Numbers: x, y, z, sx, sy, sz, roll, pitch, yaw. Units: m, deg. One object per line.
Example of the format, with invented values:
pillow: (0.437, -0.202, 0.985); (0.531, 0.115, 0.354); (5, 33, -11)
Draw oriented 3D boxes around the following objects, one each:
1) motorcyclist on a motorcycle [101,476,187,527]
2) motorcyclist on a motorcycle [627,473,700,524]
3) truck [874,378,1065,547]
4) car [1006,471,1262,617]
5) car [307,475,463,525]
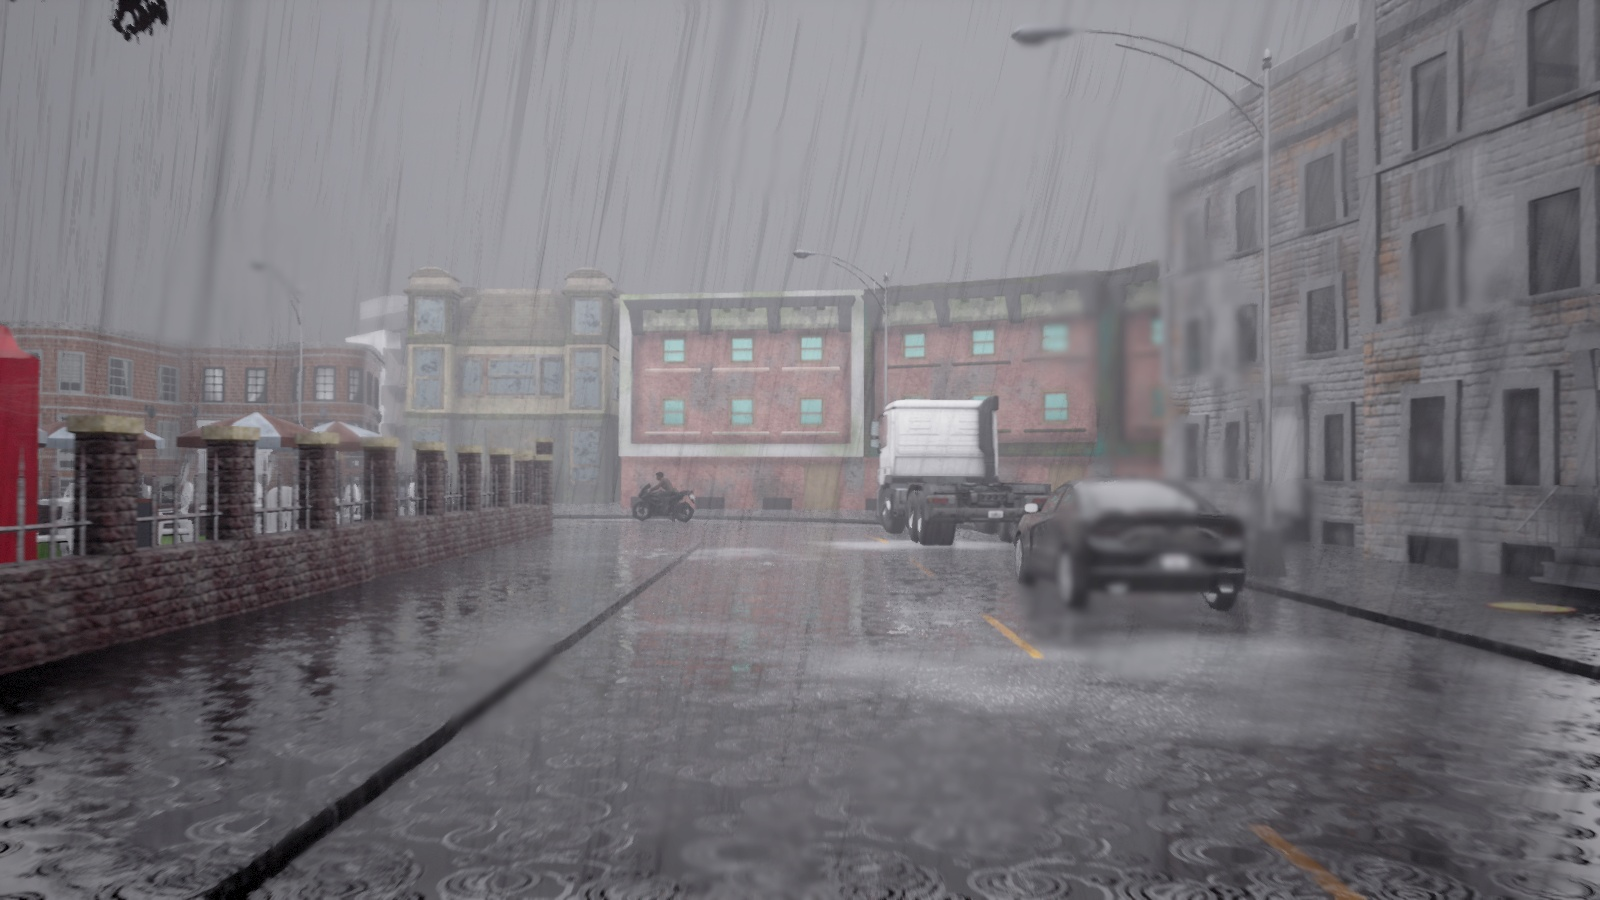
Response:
motorcyclist on a motorcycle: (-20.199, 1.580, 38.698); (2.191, 1.530, 0.866); (0, -1, 0)
motorcyclist on a motorcycle: (-4.152, 1.458, 38.241); (2.044, 1.523, 0.797); (0, -1, 17)
truck: (3.712, 0.317, 29.698); (2.891, 3.462, 7.936); (0, -1, -4)
car: (3.961, 1.043, 15.856); (1.882, 1.535, 5.008); (0, -1, 0)
car: (-12.746, 1.529, 38.714); (4.193, 1.474, 1.816); (0, -1, 0)
